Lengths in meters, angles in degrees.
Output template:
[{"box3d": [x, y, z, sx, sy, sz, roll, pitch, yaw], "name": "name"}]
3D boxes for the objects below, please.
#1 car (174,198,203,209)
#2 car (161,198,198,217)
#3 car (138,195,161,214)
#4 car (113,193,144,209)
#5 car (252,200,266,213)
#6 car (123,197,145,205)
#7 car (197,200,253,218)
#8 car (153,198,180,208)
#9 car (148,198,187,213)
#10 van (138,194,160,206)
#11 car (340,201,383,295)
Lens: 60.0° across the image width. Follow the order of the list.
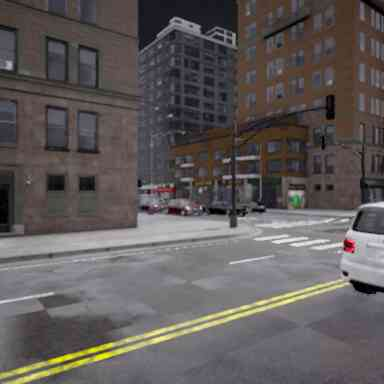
[{"box3d": [-0.531, 1.535, 43.884, 1.802, 1.307, 4.206, 0, 0, -35], "name": "car"}, {"box3d": [-0.739, 1.383, 30.252, 1.967, 1.590, 4.097, 0, 0, -35], "name": "car"}, {"box3d": [-3.915, 1.382, 34.756, 1.967, 1.590, 4.097, 0, 0, -35], "name": "car"}, {"box3d": [-8.983, 1.168, 46.378, 2.150, 2.045, 5.566, 0, 0, -35], "name": "car"}, {"box3d": [5.820, 1.522, 34.875, 1.947, 1.339, 4.313, 0, 0, -35], "name": "car"}, {"box3d": [-10.056, 1.510, 57.396, 2.008, 1.369, 4.403, 0, 0, -35], "name": "car"}, {"box3d": [2.851, 1.549, 29.562, 1.895, 1.301, 4.718, 0, 0, -35], "name": "car"}, {"box3d": [-3.706, 1.520, 48.388, 1.947, 1.339, 4.313, 0, 0, -35], "name": "car"}, {"box3d": [-2.874, 1.437, 37.684, 2.128, 1.511, 4.902, 0, 0, -35], "name": "car"}, {"box3d": [-6.881, 1.297, 52.892, 1.690, 1.788, 3.998, 0, 0, -35], "name": "van"}, {"box3d": [5.601, 1.202, 7.428, 5.566, 2.045, 2.150, 0, 0, -35], "name": "car"}]
